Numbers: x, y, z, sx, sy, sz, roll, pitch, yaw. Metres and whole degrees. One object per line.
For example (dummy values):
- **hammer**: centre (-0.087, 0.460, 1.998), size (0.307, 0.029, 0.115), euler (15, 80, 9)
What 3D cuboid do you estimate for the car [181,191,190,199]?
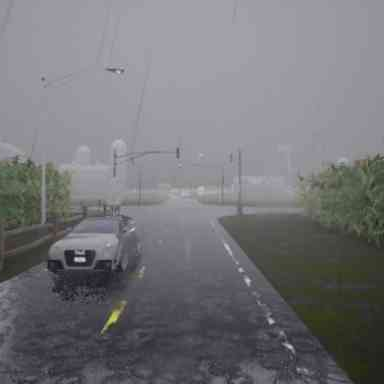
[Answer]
- **car**: centre (-1.557, 1.112, 91.046), size (1.812, 1.442, 4.674), euler (0, 0, -3)

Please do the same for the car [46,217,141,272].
- **car**: centre (-2.831, 1.507, 10.392), size (1.994, 1.385, 4.181), euler (0, 0, 0)
